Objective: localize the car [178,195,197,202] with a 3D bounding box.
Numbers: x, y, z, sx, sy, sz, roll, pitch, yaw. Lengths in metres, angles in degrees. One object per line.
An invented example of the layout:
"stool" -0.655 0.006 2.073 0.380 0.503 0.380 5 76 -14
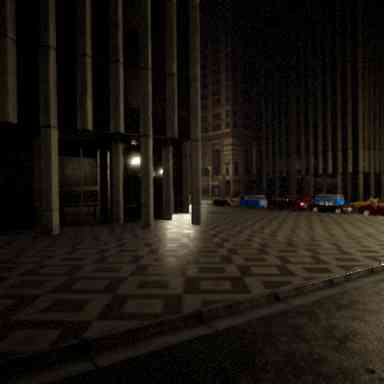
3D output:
"car" -1.028 1.285 71.446 2.008 1.369 4.403 -1 1 -36

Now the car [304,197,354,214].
"car" 14.568 1.571 35.055 2.008 1.369 4.403 -1 1 -36

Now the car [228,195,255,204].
"car" 8.530 1.325 58.113 1.752 1.417 4.829 -1 1 -36

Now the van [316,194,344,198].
"van" 18.284 1.207 44.502 1.690 1.788 3.998 -1 1 -36

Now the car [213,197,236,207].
"car" 4.905 1.393 48.522 1.967 1.590 4.097 -1 1 -36

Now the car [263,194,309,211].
"car" 11.345 1.313 39.542 2.192 1.841 5.009 -1 1 -36

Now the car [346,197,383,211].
"car" 21.405 1.414 40.152 1.752 1.417 4.829 -1 1 -36

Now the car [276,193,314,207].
"car" 15.065 1.159 48.992 2.192 1.841 5.009 -1 1 -36

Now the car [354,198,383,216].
"car" 17.789 1.589 30.565 1.887 1.381 4.507 -1 1 -36

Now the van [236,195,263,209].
"van" 8.124 1.316 44.032 1.690 1.788 3.998 -1 1 -36
